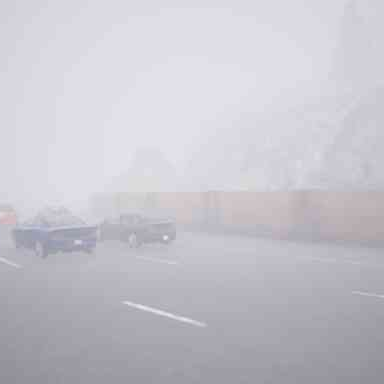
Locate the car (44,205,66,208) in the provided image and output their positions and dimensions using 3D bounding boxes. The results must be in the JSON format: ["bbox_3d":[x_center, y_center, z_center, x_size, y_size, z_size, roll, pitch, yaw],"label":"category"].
[{"bbox_3d":[-10.182,1.719,24.482,2.128,1.511,4.902,0,0,-32],"label":"car"}]

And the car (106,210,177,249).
[{"bbox_3d":[-2.752,1.619,15.325,1.837,1.490,4.892,0,0,-44],"label":"car"}]

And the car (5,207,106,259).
[{"bbox_3d":[-5.640,1.601,13.314,1.882,1.535,5.008,0,0,-43],"label":"car"}]

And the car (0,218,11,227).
[{"bbox_3d":[-7.555,1.614,10.230,2.128,1.511,4.902,0,0,-44],"label":"car"}]

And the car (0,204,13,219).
[{"bbox_3d":[-12.996,1.589,22.402,2.097,1.767,4.553,0,-1,-33],"label":"car"}]
